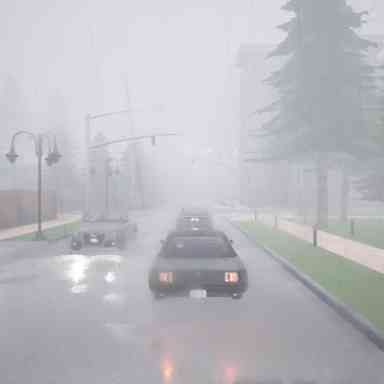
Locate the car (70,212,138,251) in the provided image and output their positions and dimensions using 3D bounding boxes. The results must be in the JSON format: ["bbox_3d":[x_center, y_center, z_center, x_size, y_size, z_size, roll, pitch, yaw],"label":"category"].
[{"bbox_3d":[-3.537,1.565,14.040,1.994,1.385,4.181,0,0,1],"label":"car"}]

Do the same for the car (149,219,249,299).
[{"bbox_3d":[0.119,1.601,8.388,1.895,1.301,4.718,0,0,0],"label":"car"}]

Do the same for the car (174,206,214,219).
[{"bbox_3d":[0.131,1.505,17.650,1.837,1.490,4.892,0,0,0],"label":"car"}]
